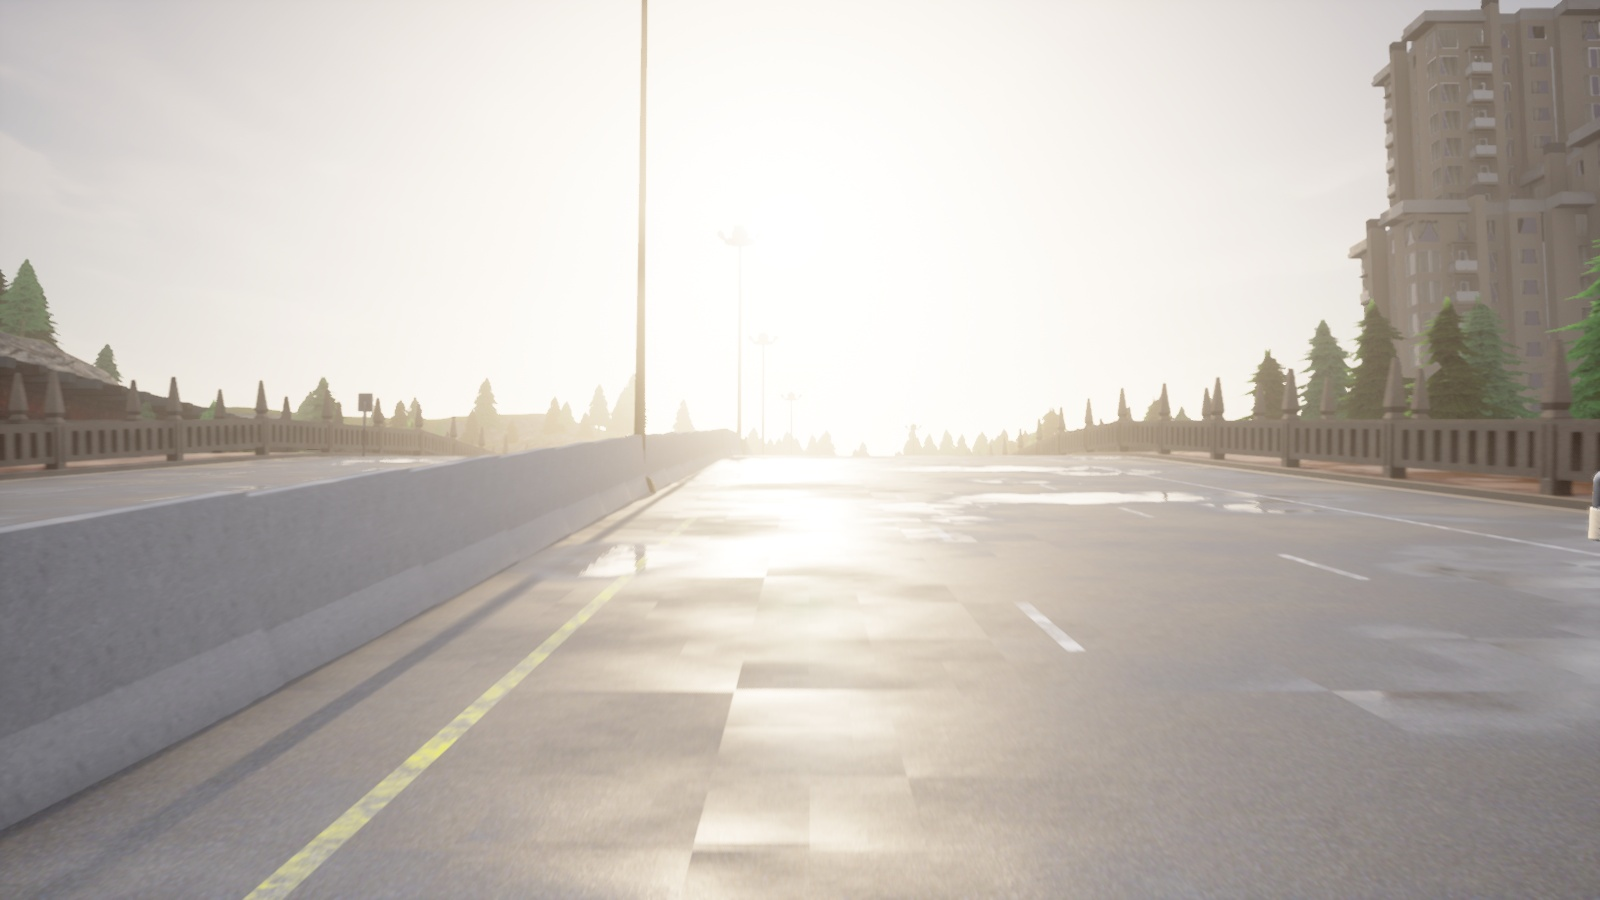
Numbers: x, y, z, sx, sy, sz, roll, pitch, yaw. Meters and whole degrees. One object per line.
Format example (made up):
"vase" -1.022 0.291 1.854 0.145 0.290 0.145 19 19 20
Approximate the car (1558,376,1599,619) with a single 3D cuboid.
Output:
"car" 7.060 0.420 7.783 1.932 1.855 4.605 0 2 0
